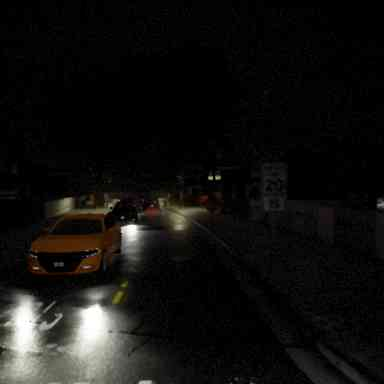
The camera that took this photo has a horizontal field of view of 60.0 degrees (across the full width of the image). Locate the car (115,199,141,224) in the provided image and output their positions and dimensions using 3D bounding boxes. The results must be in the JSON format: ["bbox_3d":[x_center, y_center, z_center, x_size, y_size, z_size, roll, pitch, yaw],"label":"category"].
[{"bbox_3d":[-4.779,1.461,23.403,1.994,1.385,4.181,0,0,-9],"label":"car"}]

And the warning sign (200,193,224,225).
[{"bbox_3d":[1.200,1.004,20.333,1.300,1.860,1.060,1,1,-7],"label":"warning sign"}]

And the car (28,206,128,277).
[{"bbox_3d":[-3.357,1.435,10.400,1.882,1.535,5.008,0,0,-4],"label":"car"}]

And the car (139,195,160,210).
[{"bbox_3d":[-5.004,1.303,40.295,1.837,1.490,4.892,0,0,-11],"label":"car"}]

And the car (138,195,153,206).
[{"bbox_3d":[-7.104,1.244,50.386,2.128,1.511,4.902,0,0,-10],"label":"car"}]
